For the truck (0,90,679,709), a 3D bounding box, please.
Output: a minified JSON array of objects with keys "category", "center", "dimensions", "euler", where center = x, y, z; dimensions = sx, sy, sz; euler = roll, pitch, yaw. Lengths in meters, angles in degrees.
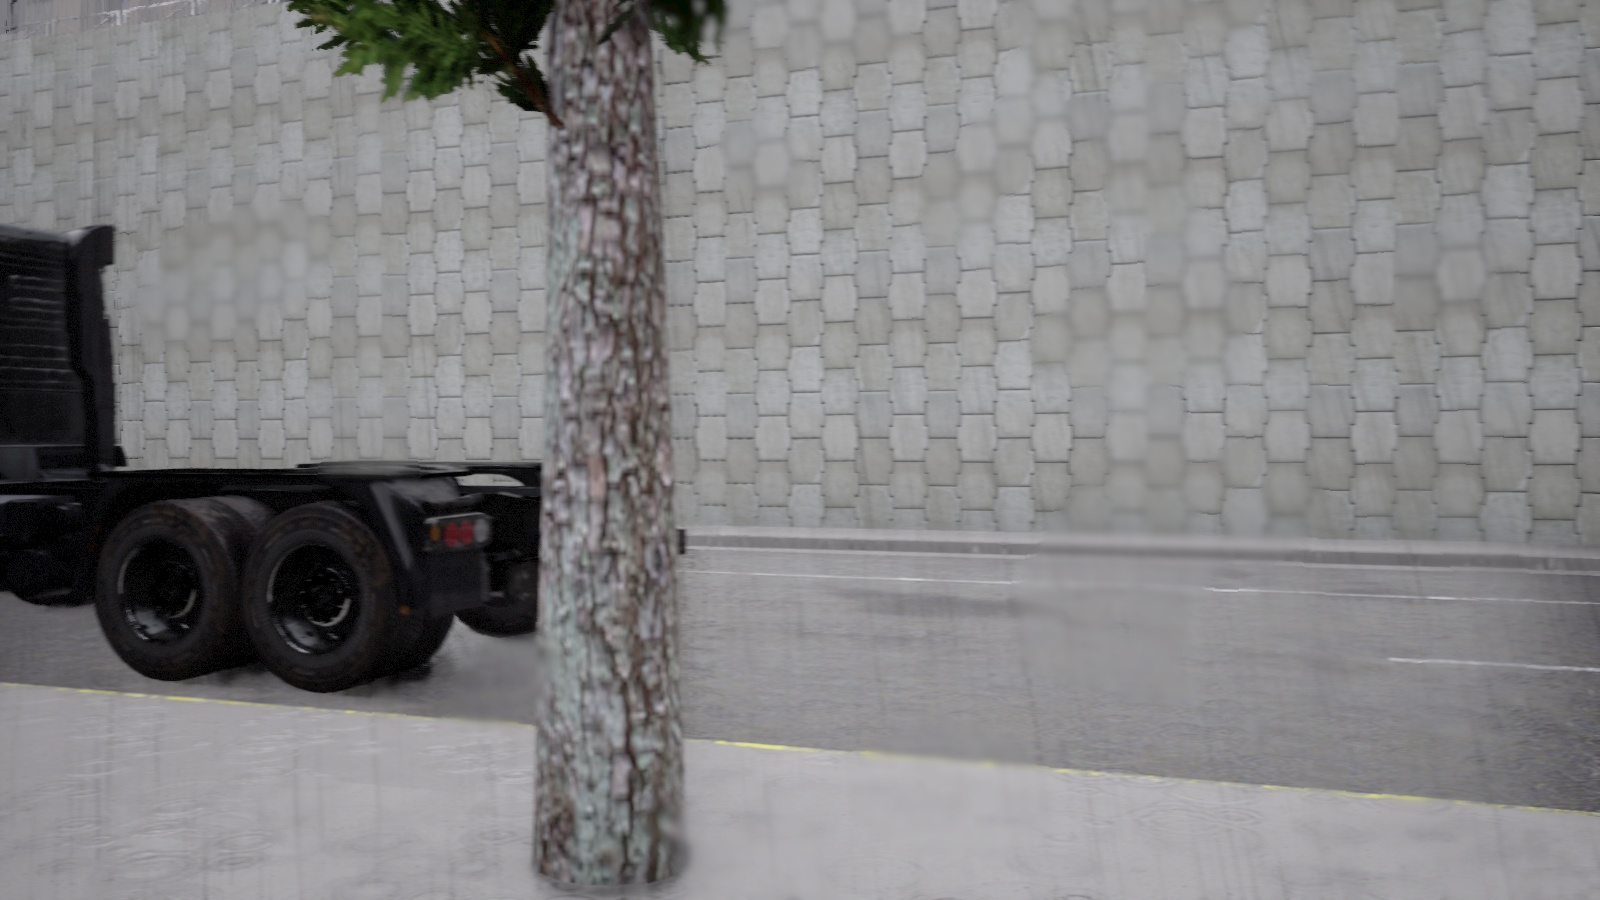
[{"category":"truck","center":[-5.163,-0.330,9.663],"dimensions":[7.936,3.462,2.891],"euler":[1,1,19]}]
